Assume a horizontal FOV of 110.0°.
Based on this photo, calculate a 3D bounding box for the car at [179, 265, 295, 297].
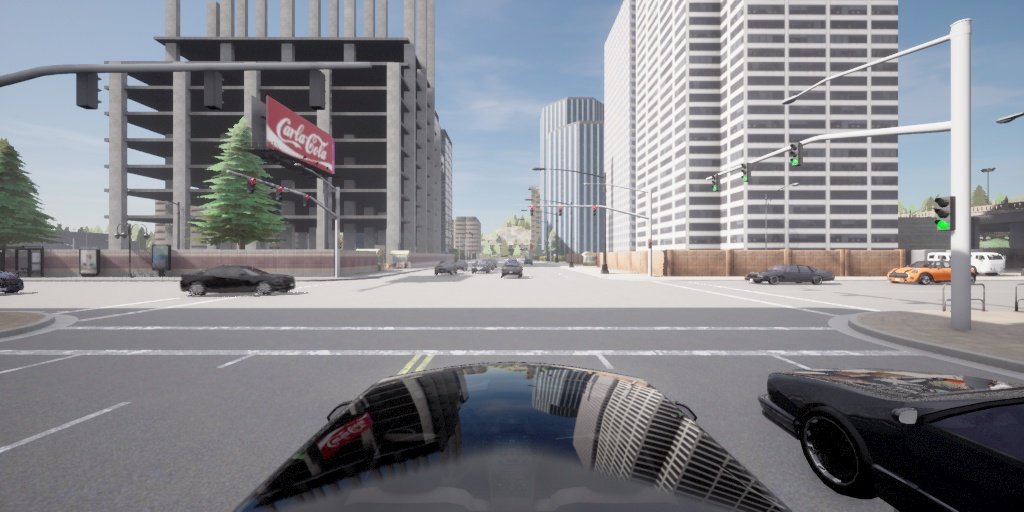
[{"bbox_3d":[-13.951,1.227,18.420,5.008,1.535,1.882,0,0,-6],"label":"car"}]

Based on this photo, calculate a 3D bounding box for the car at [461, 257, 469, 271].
[{"bbox_3d":[-7.075,1.255,48.163,1.837,1.490,4.892,0,0,0],"label":"car"}]

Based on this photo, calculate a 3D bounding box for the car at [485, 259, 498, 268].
[{"bbox_3d":[-3.540,1.255,62.201,1.837,1.490,4.892,0,0,0],"label":"car"}]

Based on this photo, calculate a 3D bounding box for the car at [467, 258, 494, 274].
[{"bbox_3d":[-3.580,1.241,41.749,2.128,1.511,4.902,0,0,0],"label":"car"}]

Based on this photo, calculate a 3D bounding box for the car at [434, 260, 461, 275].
[{"bbox_3d":[-7.081,1.255,38.750,1.837,1.490,4.892,0,0,0],"label":"car"}]

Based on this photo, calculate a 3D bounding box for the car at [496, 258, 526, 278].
[{"bbox_3d":[0.009,1.241,34.239,2.128,1.511,4.902,0,0,2],"label":"car"}]

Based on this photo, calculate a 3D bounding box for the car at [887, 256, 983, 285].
[{"bbox_3d":[29.657,1.102,25.477,4.553,1.767,2.097,0,0,1],"label":"car"}]

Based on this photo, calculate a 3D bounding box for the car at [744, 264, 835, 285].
[{"bbox_3d":[19.648,1.297,25.457,5.357,1.411,2.033,0,0,0],"label":"car"}]

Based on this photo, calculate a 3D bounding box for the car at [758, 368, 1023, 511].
[{"bbox_3d":[3.597,1.297,1.411,2.033,1.411,5.357,0,0,0],"label":"car"}]

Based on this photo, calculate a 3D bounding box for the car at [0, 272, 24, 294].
[{"bbox_3d":[-27.842,1.105,18.029,4.553,1.767,2.097,0,0,0],"label":"car"}]

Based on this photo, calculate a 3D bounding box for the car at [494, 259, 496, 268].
[{"bbox_3d":[-3.573,1.241,51.816,2.128,1.511,4.902,0,0,0],"label":"car"}]
